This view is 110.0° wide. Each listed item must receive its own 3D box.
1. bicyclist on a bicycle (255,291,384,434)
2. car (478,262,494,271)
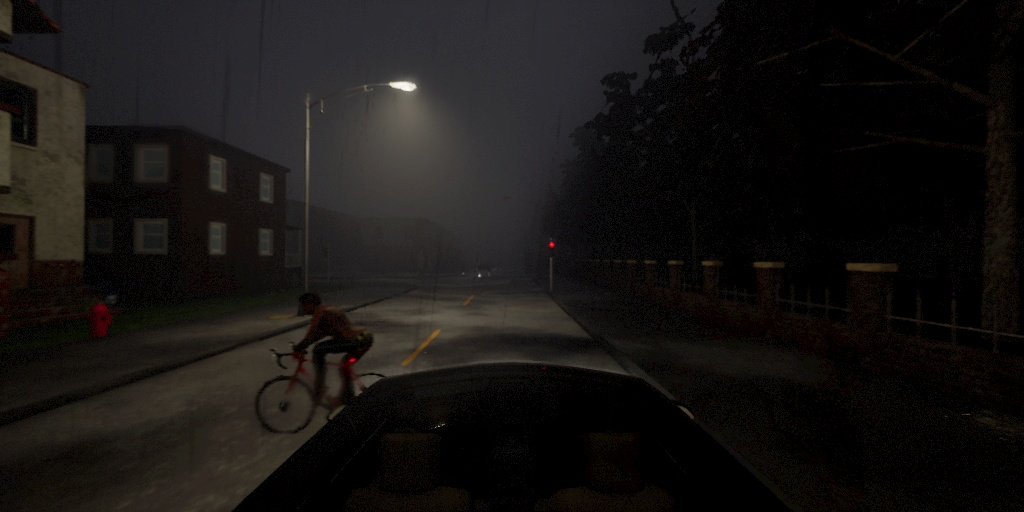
[{"bbox_3d":[-2.106,1.220,4.084,1.656,1.620,0.582,-2,0,-1],"label":"bicyclist on a bicycle"},{"bbox_3d":[-4.273,1.737,56.173,1.895,1.301,4.718,0,0,0],"label":"car"}]
